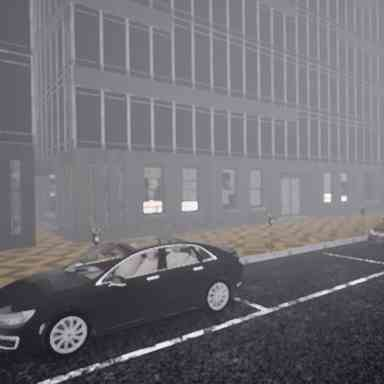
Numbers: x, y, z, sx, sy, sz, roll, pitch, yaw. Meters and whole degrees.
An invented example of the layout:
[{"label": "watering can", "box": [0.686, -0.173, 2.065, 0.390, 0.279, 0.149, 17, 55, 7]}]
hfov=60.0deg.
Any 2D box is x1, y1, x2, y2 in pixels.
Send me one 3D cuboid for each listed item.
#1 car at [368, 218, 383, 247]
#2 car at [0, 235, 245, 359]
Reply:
[{"label": "car", "box": [8.266, 1.347, 12.414, 4.206, 1.307, 1.802, -1, 1, -35]}, {"label": "car", "box": [-1.019, 1.509, 5.828, 4.403, 1.369, 2.008, -1, 1, -35]}]
